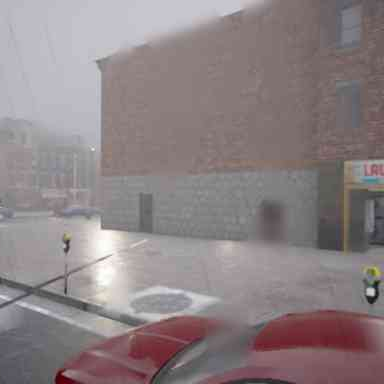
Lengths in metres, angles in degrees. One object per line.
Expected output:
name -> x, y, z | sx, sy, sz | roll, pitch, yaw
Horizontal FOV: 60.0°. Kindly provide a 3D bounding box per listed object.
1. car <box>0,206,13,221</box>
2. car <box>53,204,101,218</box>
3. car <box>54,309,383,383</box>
car -> -18.612, 1.902, 29.652 | 2.128, 1.511, 4.902 | 1, 0, 36
car -> -12.871, 2.088, 37.671 | 2.033, 1.411, 5.357 | 1, 0, 35
car -> 0.878, 1.547, 2.171 | 4.507, 1.381, 1.887 | 0, 1, 36
